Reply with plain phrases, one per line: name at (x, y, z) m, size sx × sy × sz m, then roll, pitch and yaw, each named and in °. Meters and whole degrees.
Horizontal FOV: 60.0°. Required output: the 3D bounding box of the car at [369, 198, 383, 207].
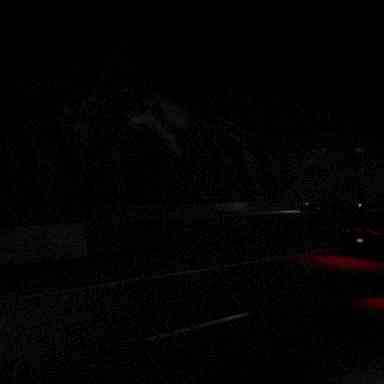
car at (21.146, 1.568, 34.891) m, size 4.902 × 1.511 × 2.128 m, roll 0°, pitch -1°, yaw -34°

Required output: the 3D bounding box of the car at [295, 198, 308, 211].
car at (15.736, 1.551, 43.912) m, size 4.553 × 1.767 × 2.097 m, roll 0°, pitch -1°, yaw -34°

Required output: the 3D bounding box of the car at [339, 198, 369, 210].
car at (19.361, 1.469, 37.911) m, size 4.553 × 1.767 × 2.097 m, roll 0°, pitch -1°, yaw -34°

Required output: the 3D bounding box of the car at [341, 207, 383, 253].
car at (7.817, 1.508, 12.829) m, size 5.008 × 1.535 × 1.882 m, roll 0°, pitch -1°, yaw -34°

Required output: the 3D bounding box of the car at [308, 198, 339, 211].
car at (16.851, 1.652, 40.434) m, size 4.902 × 1.511 × 2.128 m, roll 0°, pitch -1°, yaw -34°
